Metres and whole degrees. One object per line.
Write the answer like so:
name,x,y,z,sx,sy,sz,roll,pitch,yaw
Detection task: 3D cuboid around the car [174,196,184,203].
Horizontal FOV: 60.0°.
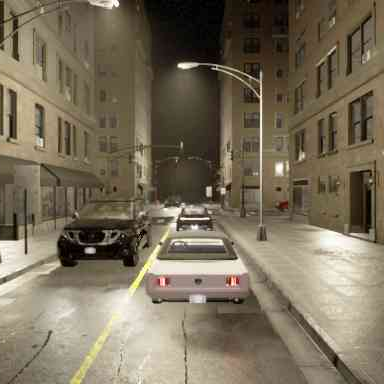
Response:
car,-2.729,1.583,71.716,1.837,1.490,4.892,0,0,0

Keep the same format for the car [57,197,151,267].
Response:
car,-2.747,1.223,11.747,2.150,2.045,5.566,0,0,0

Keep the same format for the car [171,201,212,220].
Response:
car,0.111,1.498,18.308,2.128,1.511,4.902,0,0,-1

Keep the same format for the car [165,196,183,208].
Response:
car,-2.831,1.397,48.992,2.097,1.767,4.553,0,0,0

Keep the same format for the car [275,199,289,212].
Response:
car,12.277,1.352,38.548,5.009,1.841,2.192,0,0,0

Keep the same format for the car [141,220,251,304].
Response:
car,0.106,1.602,8.087,1.895,1.301,4.718,0,0,0
